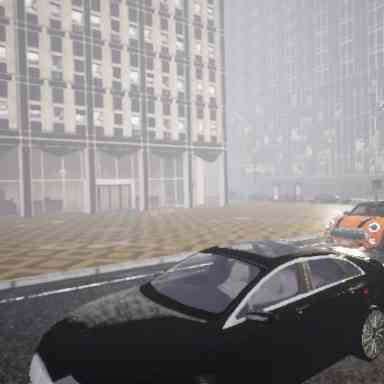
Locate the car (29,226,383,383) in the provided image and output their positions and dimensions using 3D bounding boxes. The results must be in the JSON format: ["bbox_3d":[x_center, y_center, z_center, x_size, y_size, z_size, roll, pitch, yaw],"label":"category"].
[{"bbox_3d":[0.679,1.446,4.176,4.902,1.511,2.128,-1,1,-36],"label":"car"}]

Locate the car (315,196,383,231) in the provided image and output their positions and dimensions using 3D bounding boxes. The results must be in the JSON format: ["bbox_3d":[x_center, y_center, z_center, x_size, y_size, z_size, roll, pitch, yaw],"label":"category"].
[{"bbox_3d":[7.117,1.134,12.776,4.553,1.767,2.097,-1,1,-36],"label":"car"}]

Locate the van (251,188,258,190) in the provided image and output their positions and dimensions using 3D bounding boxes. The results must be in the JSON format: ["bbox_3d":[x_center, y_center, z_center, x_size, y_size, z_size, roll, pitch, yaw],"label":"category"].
[{"bbox_3d":[10.819,0.122,63.021,1.690,1.788,3.998,-2,1,-34],"label":"van"}]

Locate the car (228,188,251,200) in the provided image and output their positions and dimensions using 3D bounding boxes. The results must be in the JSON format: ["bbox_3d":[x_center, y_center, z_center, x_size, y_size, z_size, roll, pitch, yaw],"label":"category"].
[{"bbox_3d":[7.471,0.343,57.722,2.097,1.767,4.553,-2,2,-34],"label":"car"}]

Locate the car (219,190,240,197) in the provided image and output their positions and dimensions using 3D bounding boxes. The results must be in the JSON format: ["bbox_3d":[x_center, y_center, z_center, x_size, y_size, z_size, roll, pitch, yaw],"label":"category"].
[{"bbox_3d":[7.607,0.309,67.712,1.802,1.307,4.206,-2,1,-34],"label":"car"}]

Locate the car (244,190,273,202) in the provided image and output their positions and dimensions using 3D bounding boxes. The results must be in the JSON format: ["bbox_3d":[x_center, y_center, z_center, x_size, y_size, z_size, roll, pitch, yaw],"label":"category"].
[{"bbox_3d":[10.304,0.725,48.888,1.947,1.339,4.313,-2,1,-34],"label":"car"}]

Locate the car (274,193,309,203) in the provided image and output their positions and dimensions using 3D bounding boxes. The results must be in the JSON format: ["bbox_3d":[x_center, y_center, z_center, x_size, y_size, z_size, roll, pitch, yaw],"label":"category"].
[{"bbox_3d":[13.473,0.796,44.170,1.802,1.307,4.206,-2,1,-34],"label":"car"}]

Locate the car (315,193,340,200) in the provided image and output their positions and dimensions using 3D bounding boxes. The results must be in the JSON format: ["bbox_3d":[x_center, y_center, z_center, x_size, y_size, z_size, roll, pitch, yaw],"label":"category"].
[{"bbox_3d":[16.676,0.833,39.472,1.947,1.339,4.313,-2,1,-34],"label":"car"}]
